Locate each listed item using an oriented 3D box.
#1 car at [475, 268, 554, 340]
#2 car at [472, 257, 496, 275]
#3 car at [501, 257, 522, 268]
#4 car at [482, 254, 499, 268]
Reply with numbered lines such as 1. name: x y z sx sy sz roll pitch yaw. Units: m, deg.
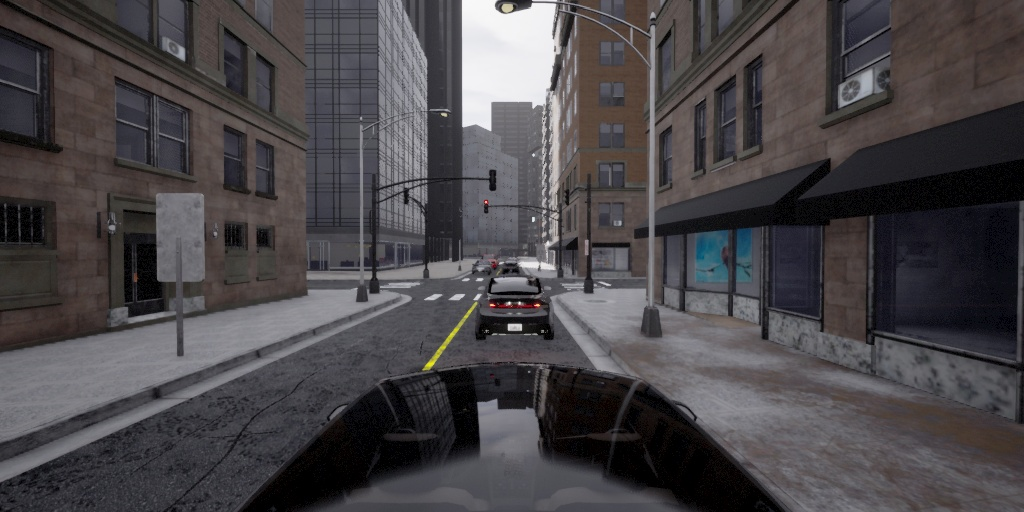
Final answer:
1. car: 0.073 1.252 9.961 1.837 1.490 4.892 0 0 0
2. car: -3.124 1.164 37.952 2.128 1.511 4.902 0 0 0
3. car: -0.063 1.177 38.233 1.837 1.490 4.892 0 1 1
4. car: -3.138 0.810 48.256 2.150 2.045 5.566 0 1 0
